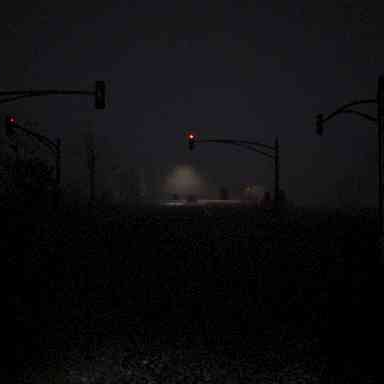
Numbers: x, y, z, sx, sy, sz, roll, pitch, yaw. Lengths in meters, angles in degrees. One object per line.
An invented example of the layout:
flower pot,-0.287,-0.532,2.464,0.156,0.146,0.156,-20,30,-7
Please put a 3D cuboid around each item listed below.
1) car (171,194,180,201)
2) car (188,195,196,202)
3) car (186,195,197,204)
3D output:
car,-3.569,1.195,72.230,1.837,1.490,4.892,0,0,0
car,-0.074,1.426,78.064,1.837,1.490,4.892,0,0,0
car,-0.064,1.424,68.028,2.097,1.767,4.553,0,0,0
